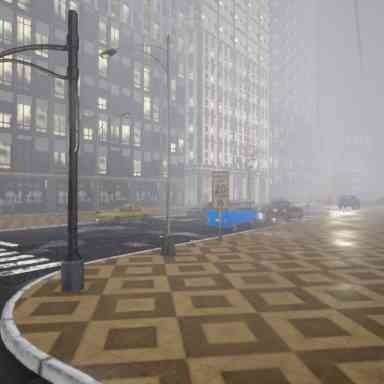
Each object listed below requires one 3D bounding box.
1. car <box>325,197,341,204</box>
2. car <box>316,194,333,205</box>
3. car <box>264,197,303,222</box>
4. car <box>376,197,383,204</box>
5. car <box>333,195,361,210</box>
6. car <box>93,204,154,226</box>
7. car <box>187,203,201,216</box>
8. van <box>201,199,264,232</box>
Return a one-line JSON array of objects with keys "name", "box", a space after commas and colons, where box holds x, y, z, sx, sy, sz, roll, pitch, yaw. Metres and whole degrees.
[{"name": "car", "box": [28.397, 1.624, 67.011, 2.008, 1.369, 4.403, 0, 0, 38]}, {"name": "car", "box": [25.008, 1.380, 62.599, 2.192, 1.841, 5.009, 0, 0, 38]}, {"name": "car", "box": [7.527, 1.472, 26.914, 1.967, 1.590, 4.097, 0, 0, 38]}, {"name": "car", "box": [38.034, 1.658, 66.620, 1.947, 1.339, 4.313, 0, 0, 38]}, {"name": "car", "box": [21.086, 1.368, 44.562, 2.192, 1.841, 5.009, 0, 0, 38]}, {"name": "car", "box": [-4.822, 1.540, 23.987, 1.752, 1.417, 4.829, 0, 0, 38]}, {"name": "car", "box": [1.279, 1.604, 31.715, 1.802, 1.307, 4.206, 0, 0, 38]}, {"name": "van", "box": [2.571, 1.368, 20.280, 1.690, 1.788, 3.998, 0, 0, 38]}]
